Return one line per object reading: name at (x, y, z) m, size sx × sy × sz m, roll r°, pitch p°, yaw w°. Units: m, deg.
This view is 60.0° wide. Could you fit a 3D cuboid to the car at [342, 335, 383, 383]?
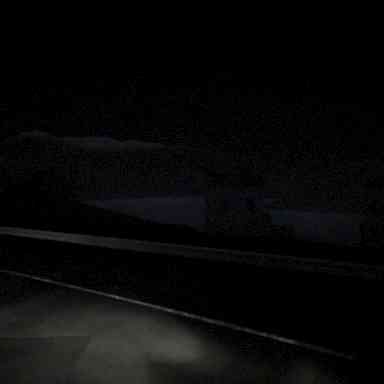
car at (3.329, 1.497, 1.493) m, size 4.902 × 1.511 × 2.128 m, roll 0°, pitch 0°, yaw 36°
